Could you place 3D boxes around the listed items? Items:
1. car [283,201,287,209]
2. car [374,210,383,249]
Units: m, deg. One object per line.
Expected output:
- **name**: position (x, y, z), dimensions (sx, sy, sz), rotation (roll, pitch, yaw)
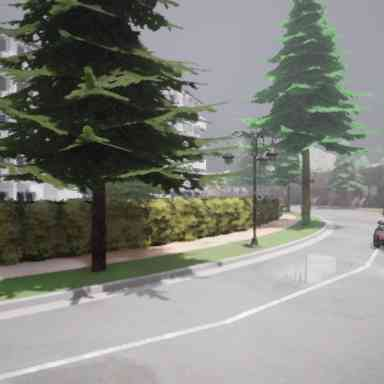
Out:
- **car**: position (14.615, 1.887, 56.599), dimensions (2.097, 1.767, 4.553), rotation (0, -1, -15)
- **car**: position (9.249, 1.710, 14.623), dimensions (1.994, 1.385, 4.181), rotation (0, -1, 32)
